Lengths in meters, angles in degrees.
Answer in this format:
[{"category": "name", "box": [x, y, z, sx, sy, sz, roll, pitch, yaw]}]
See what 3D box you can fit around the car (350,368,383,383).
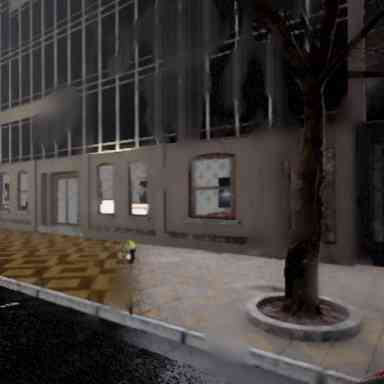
[{"category": "car", "box": [2.354, 1.426, 1.040, 4.097, 1.590, 1.967, -1, 0, 35]}]
